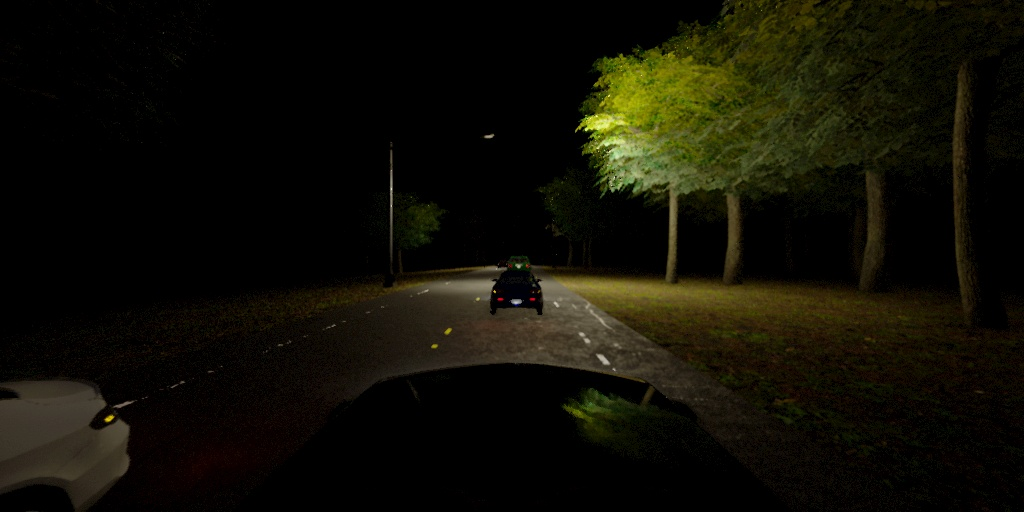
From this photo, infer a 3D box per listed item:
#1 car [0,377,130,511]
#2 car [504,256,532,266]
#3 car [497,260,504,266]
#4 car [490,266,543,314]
[{"bbox_3d":[-3.611,1.273,0.601,1.812,1.442,4.674,0,0,0],"label":"car"},{"bbox_3d":[0.708,1.048,33.733,2.150,2.045,5.566,0,0,2],"label":"car"},{"bbox_3d":[-1.471,1.412,62.108,1.882,1.535,5.008,0,0,4],"label":"car"},{"bbox_3d":[0.190,1.303,13.873,1.812,1.442,4.674,0,0,1],"label":"car"}]
